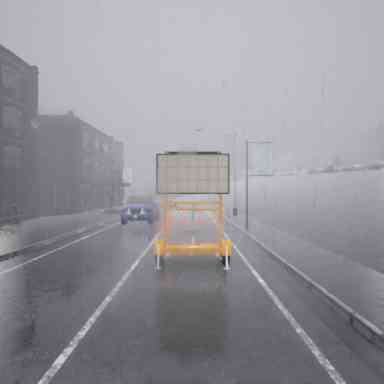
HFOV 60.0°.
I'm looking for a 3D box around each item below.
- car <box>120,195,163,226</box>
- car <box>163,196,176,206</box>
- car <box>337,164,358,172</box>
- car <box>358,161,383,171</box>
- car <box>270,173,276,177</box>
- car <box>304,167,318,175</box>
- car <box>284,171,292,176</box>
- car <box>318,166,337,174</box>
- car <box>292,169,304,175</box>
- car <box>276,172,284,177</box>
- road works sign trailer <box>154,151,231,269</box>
[{"bbox_3d":[-3.610,1.212,23.928,2.150,2.045,5.566,0,0,0],"label":"car"},{"bbox_3d":[-3.685,1.377,53.095,2.097,1.767,4.553,0,0,-1],"label":"car"},{"bbox_3d":[24.217,-3.431,49.498,2.002,1.452,4.674,0,1,-7],"label":"car"},{"bbox_3d":[25.024,-3.369,44.137,2.231,1.521,4.892,0,1,-9],"label":"car"},{"bbox_3d":[21.698,-4.057,82.763,2.231,1.521,4.892,0,1,-1],"label":"car"},{"bbox_3d":[22.890,-3.803,60.661,2.185,1.767,4.553,0,1,-5],"label":"car"},{"bbox_3d":[22.065,-3.841,71.704,2.002,1.452,4.674,0,1,-3],"label":"car"},{"bbox_3d":[23.512,-3.542,54.971,2.163,1.488,4.792,0,1,-6],"label":"car"},{"bbox_3d":[22.419,-3.779,66.167,2.097,1.535,5.008,0,1,-4],"label":"car"},{"bbox_3d":[21.829,-3.978,77.246,2.231,1.521,4.892,0,1,-1],"label":"car"},{"bbox_3d":[0.034,0.460,11.070,2.380,3.560,2.880,0,0,1],"label":"road works sign trailer"}]
